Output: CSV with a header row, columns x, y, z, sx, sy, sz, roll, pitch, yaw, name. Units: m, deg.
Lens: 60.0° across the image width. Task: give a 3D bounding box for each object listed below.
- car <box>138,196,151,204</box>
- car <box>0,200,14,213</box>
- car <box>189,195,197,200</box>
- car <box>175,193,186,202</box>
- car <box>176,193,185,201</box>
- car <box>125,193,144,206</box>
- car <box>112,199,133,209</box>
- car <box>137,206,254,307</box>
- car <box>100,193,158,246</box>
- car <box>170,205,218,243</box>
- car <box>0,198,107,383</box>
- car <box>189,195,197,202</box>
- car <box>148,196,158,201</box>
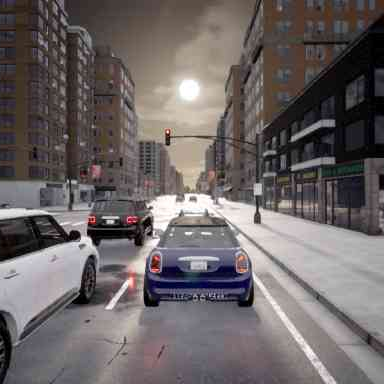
x,y,z,sx,sy,sz,roll,pitch,yaw,name
-9.522,1.599,66.628,1.994,1.385,4.181,0,0,1,car
-22.018,1.597,36.065,4.313,1.339,1.947,0,0,0,car
0.325,1.497,88.225,1.994,1.385,4.181,0,0,0,car
-2.963,1.584,77.815,2.033,1.411,5.357,0,0,0,car
-2.925,1.169,88.267,2.150,2.045,5.566,0,0,0,car
-9.627,1.247,56.379,2.150,2.045,5.566,0,0,1,car
-9.682,1.619,46.654,1.895,1.301,4.718,0,0,0,car
0.127,1.353,8.145,2.097,1.767,4.553,0,0,0,car
-3.096,1.225,15.341,2.150,2.045,5.566,0,0,0,car
0.118,1.495,17.213,2.128,1.511,4.902,0,0,1,car
-3.138,1.222,4.988,2.150,2.045,5.566,0,0,1,car
0.289,1.569,78.217,1.812,1.442,4.674,0,0,0,car
-9.453,1.541,80.630,1.895,1.301,4.718,0,0,0,car
